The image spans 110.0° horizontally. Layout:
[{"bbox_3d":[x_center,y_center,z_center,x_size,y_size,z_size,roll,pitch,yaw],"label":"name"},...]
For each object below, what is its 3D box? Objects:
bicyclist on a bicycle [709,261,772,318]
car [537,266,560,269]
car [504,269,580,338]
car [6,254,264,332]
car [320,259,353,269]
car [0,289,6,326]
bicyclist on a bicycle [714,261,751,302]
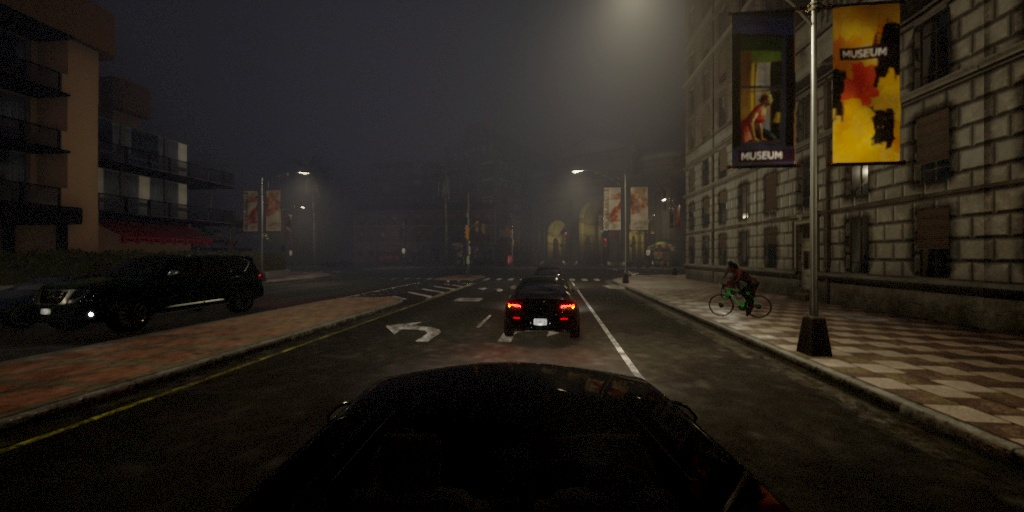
[{"bbox_3d":[6.862,1.045,10.824,1.656,1.620,0.582,0,0,22],"label":"bicyclist on a bicycle"},{"bbox_3d":[1.936,1.266,18.952,1.812,1.442,4.674,0,0,7],"label":"car"},{"bbox_3d":[0.885,1.271,10.110,1.812,1.442,4.674,0,0,7],"label":"car"},{"bbox_3d":[-10.705,0.967,11.256,2.150,2.045,5.566,0,0,8],"label":"car"},{"bbox_3d":[-26.969,1.214,55.068,4.902,1.511,2.128,0,0,7],"label":"car"},{"bbox_3d":[-14.195,1.293,11.681,2.033,1.411,5.357,0,0,7],"label":"car"},{"bbox_3d":[9.284,1.042,15.084,1.656,1.620,0.582,0,0,-28],"label":"bicyclist on a bicycle"}]
